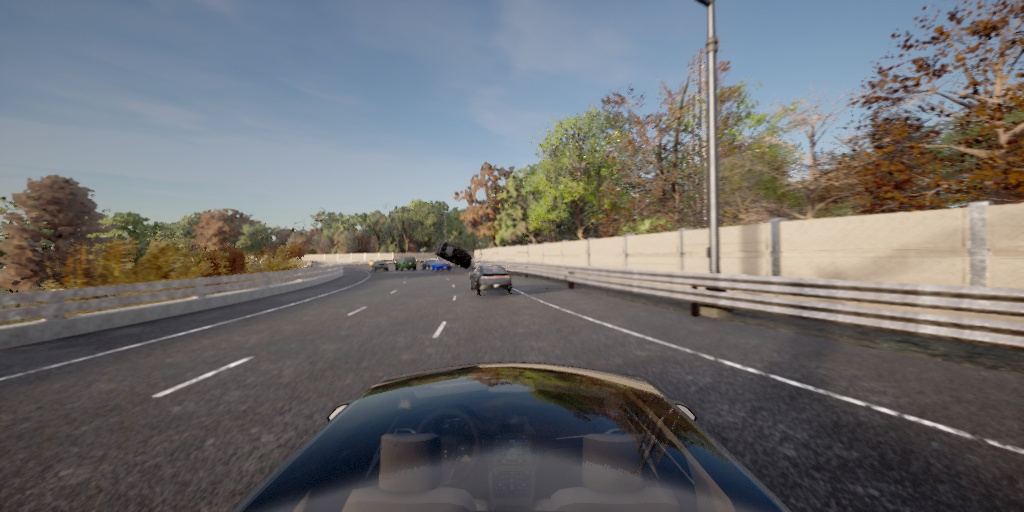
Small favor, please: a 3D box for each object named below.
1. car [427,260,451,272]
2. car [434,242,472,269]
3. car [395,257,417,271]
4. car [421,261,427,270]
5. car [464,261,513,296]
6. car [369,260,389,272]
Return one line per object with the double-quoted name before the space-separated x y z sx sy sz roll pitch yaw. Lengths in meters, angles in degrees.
"car" -9.487 1.301 47.652 1.882 1.535 5.008 -1 0 -24
"car" -6.522 -0.019 41.713 1.535 1.882 5.008 -3 -23 44
"car" -15.249 1.121 51.617 2.150 2.045 5.566 -1 0 -29
"car" -12.024 1.359 53.101 1.837 1.490 4.892 -1 0 -29
"car" -1.231 1.235 19.574 2.128 1.511 4.902 -1 0 -12
"car" -18.663 1.457 50.582 1.837 1.490 4.892 -1 0 -28
